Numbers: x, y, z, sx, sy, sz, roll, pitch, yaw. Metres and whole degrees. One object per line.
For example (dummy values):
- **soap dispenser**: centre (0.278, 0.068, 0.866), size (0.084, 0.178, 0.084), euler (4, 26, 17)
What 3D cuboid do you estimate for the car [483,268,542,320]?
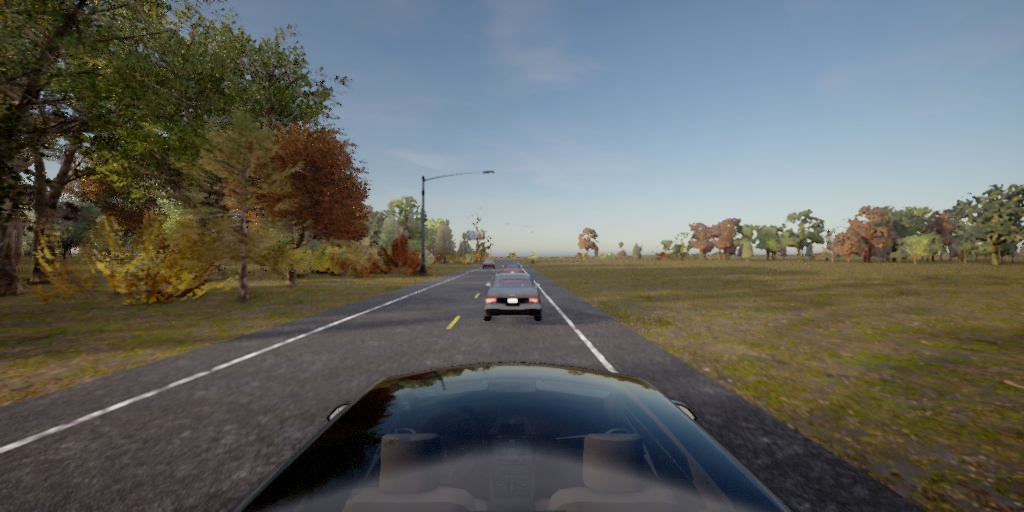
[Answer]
- **car**: centre (0.036, 1.305, 12.601), size (2.033, 1.411, 5.357), euler (0, 0, 0)

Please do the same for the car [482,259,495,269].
- **car**: centre (-3.615, 1.265, 55.895), size (1.882, 1.535, 5.008), euler (0, 0, 0)

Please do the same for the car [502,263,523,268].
- **car**: centre (0.046, 1.334, 31.952), size (1.994, 1.385, 4.181), euler (0, 0, 0)
